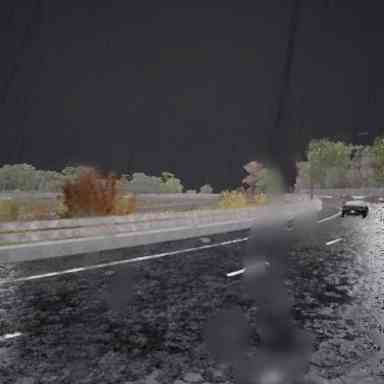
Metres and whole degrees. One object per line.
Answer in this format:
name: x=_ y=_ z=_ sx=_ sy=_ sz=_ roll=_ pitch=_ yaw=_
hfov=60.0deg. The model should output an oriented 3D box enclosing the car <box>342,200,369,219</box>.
car: x=14.719 y=1.489 z=29.902 sx=1.882 sy=1.535 sz=5.008 roll=0 pitch=0 yaw=31
